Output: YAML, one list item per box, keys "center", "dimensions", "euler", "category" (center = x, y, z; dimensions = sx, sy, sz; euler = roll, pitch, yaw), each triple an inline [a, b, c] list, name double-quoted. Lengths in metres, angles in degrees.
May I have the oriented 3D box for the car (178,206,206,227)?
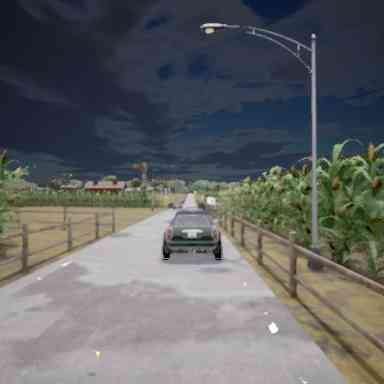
- center: [0.010, 1.941, 27.533]
  dimensions: [2.033, 1.411, 5.357]
  euler: [0, -1, 0]
  category: "car"

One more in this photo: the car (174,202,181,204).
- center: [-2.772, 2.769, 64.575]
  dimensions: [1.837, 1.490, 4.892]
  euler: [0, -2, 1]
  category: "car"

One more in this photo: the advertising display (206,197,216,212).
- center: [3.152, 2.020, 54.539]
  dimensions: [1.540, 2.440, 0.280]
  euler: [1, 0, 0]
  category: "advertising display"

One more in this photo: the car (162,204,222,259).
- center: [0.021, 1.510, 13.438]
  dimensions: [2.097, 1.767, 4.553]
  euler: [0, -1, 0]
  category: "car"
